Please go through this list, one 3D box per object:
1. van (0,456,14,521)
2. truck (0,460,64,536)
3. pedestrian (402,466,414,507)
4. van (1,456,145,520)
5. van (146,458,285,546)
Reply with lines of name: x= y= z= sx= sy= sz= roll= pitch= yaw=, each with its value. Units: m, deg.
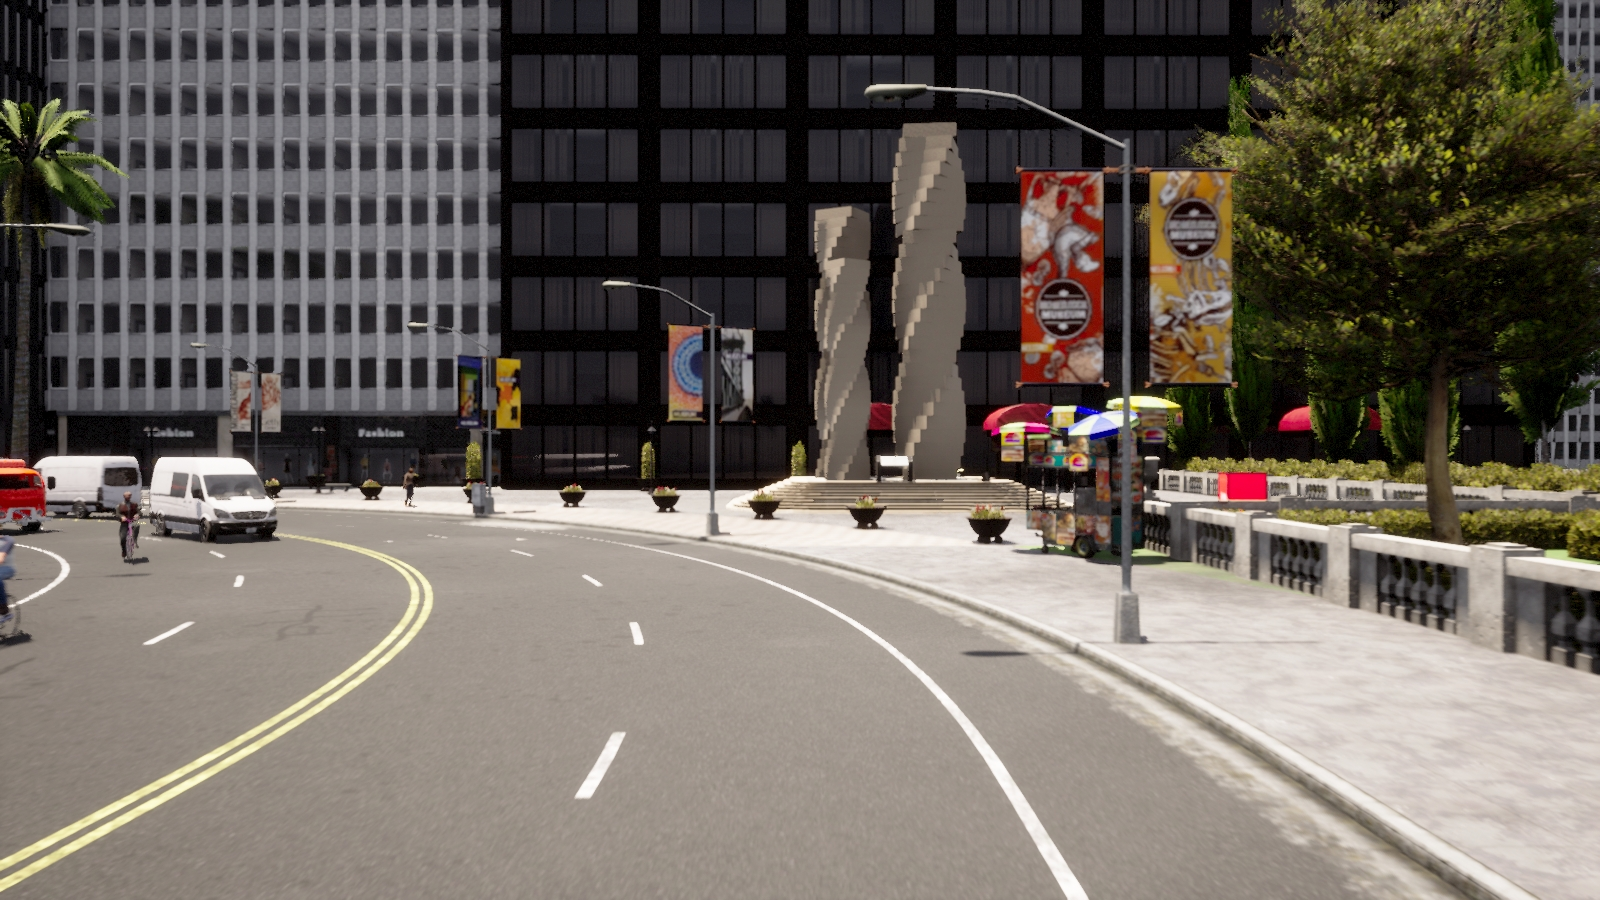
van: x=-34.547 y=1.535 z=45.479 sx=5.915 sy=2.561 sz=1.988 roll=0 pitch=0 yaw=14
truck: x=-27.972 y=1.571 z=38.989 sx=5.204 sy=2.467 sz=2.627 roll=0 pitch=0 yaw=29
pedestrian: x=-18.142 y=1.697 z=52.876 sx=0.375 sy=1.860 sz=0.375 roll=0 pitch=0 yaw=24
van: x=-30.366 y=1.535 z=47.715 sx=5.915 sy=2.561 sz=1.988 roll=0 pitch=0 yaw=22
van: x=-18.647 y=1.535 z=36.302 sx=5.915 sy=2.561 sz=1.988 roll=0 pitch=0 yaw=43
